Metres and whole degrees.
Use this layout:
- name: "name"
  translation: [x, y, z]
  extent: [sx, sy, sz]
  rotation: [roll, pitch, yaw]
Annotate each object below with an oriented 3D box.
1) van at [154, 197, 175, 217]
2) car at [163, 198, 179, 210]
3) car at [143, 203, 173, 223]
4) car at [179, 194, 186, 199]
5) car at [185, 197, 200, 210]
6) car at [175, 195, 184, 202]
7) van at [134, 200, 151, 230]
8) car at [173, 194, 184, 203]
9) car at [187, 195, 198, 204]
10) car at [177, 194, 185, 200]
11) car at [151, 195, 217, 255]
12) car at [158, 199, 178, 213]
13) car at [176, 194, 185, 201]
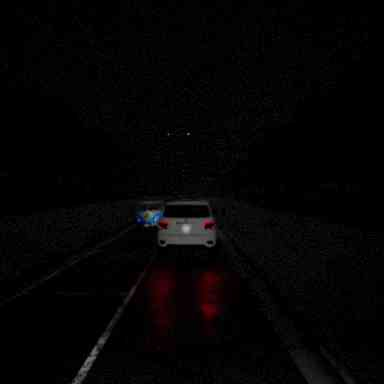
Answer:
- name: "van"
  translation: [-2.647, 1.398, 32.530]
  extent: [1.690, 1.788, 3.998]
  rotation: [1, 0, 0]
- name: "car"
  translation: [-2.653, 1.559, 43.616]
  extent: [1.802, 1.307, 4.206]
  rotation: [1, 1, 0]
- name: "car"
  translation: [-2.648, 1.629, 26.986]
  extent: [2.008, 1.369, 4.403]
  rotation: [1, 0, 0]
- name: "car"
  translation: [-2.691, 1.307, 93.472]
  extent: [1.887, 1.381, 4.507]
  rotation: [1, 0, 0]
- name: "car"
  translation: [0.071, 1.475, 44.210]
  extent: [1.837, 1.490, 4.892]
  rotation: [0, 0, 0]
- name: "car"
  translation: [-2.675, 1.333, 71.141]
  extent: [1.752, 1.417, 4.829]
  rotation: [1, 0, 0]
- name: "van"
  translation: [-2.644, 1.429, 21.440]
  extent: [1.690, 1.788, 3.998]
  rotation: [0, 0, 0]
- name: "car"
  translation: [-2.669, 1.270, 65.772]
  extent: [1.967, 1.590, 4.097]
  rotation: [1, 0, 0]
- name: "car"
  translation: [0.061, 1.363, 60.094]
  extent: [1.837, 1.490, 4.892]
  rotation: [0, 0, 0]
- name: "car"
  translation: [-2.684, 1.330, 82.390]
  extent: [2.008, 1.369, 4.403]
  rotation: [1, 0, 0]
- name: "car"
  translation: [-0.129, 1.300, 13.804]
  extent: [2.150, 2.045, 5.566]
  rotation: [0, 0, 1]
- name: "car"
  translation: [-2.652, 1.588, 38.076]
  extent: [1.947, 1.339, 4.313]
  rotation: [1, 0, 0]
- name: "car"
  translation: [-2.678, 1.230, 76.850]
  extent: [1.967, 1.590, 4.097]
  rotation: [1, 0, 0]
